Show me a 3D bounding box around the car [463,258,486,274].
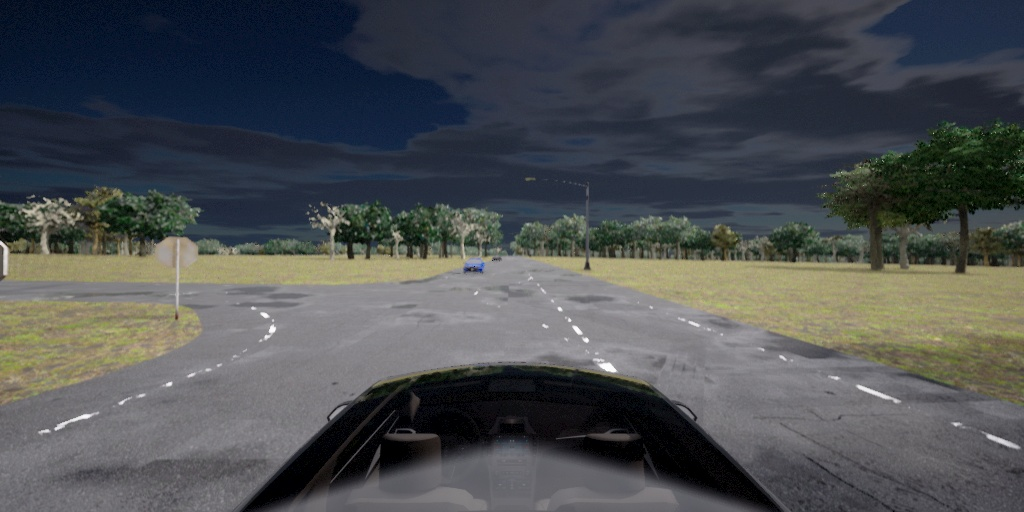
[{"bbox_3d":[-3.673,0.951,35.602,1.882,1.535,5.008,0,1,-1],"label":"car"}]
